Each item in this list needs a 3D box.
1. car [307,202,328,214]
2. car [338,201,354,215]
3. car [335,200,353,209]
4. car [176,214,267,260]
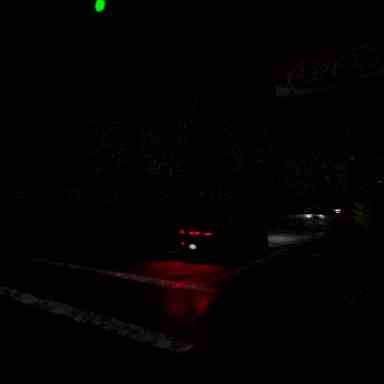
[{"bbox_3d":[16.203,2.073,42.784,1.812,1.442,4.674,-1,-1,34],"label":"car"},{"bbox_3d":[19.657,2.111,40.833,1.895,1.301,4.718,-1,-2,33],"label":"car"},{"bbox_3d":[26.624,2.361,58.849,1.994,1.385,4.181,-1,-1,33],"label":"car"},{"bbox_3d":[1.317,1.598,12.700,2.128,1.511,4.902,-1,-2,33],"label":"car"}]
